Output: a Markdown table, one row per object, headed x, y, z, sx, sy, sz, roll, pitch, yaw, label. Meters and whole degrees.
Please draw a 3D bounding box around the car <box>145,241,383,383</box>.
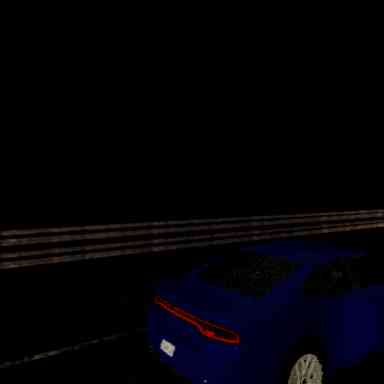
| x | y | z | sx | sy | sz | roll | pitch | yaw | label |
| --- | --- | --- | --- | --- | --- | --- | --- | --- | --- |
| 1.781 | 1.472 | 4.890 | 5.008 | 1.535 | 1.882 | 0 | 0 | -34 | car |
